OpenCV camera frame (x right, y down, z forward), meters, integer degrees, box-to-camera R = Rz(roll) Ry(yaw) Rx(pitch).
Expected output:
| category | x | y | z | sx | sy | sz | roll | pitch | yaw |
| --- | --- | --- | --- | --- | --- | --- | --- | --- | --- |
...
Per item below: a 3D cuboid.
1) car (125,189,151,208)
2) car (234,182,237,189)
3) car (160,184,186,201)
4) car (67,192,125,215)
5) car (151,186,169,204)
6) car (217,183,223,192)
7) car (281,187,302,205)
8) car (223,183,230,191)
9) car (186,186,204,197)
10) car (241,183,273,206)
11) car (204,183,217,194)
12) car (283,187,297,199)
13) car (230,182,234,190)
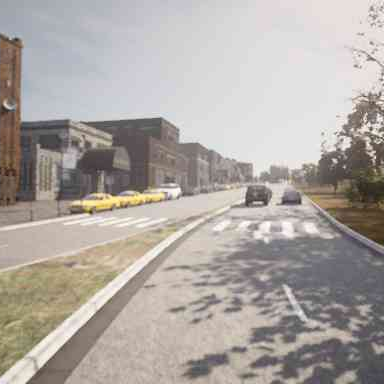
| category | x | y | z | sx | sy | sz | roll | pitch | yaw |
| --- | --- | --- | --- | --- | --- | --- | --- | --- | --- |
| car | -6.127 | 0.636 | 31.523 | 1.946 | 1.575 | 5.366 | 0 | 2 | 15 |
| car | 10.103 | -1.536 | 90.277 | 2.185 | 1.767 | 4.553 | 0 | 2 | 15 |
| car | -3.111 | 0.007 | 42.433 | 2.435 | 2.045 | 5.566 | 0 | 2 | 15 |
| car | -7.607 | 0.824 | 26.206 | 1.946 | 1.575 | 5.366 | 0 | 2 | 16 |
| car | -4.657 | 0.450 | 36.846 | 1.946 | 1.575 | 5.366 | 0 | 2 | 15 |
| car | 4.238 | -0.921 | 69.046 | 2.435 | 2.045 | 5.566 | 0 | 2 | 15 |
| car | 10.342 | 0.541 | 34.637 | 1.994 | 1.385 | 4.181 | 0 | 2 | 16 |
| car | 6.693 | -0.985 | 78.145 | 2.231 | 1.521 | 4.892 | 0 | 2 | 16 |
| car | -0.174 | -0.084 | 53.085 | 2.163 | 1.488 | 4.792 | 0 | 2 | 15 |
| car | 6.629 | 0.270 | 33.449 | 2.150 | 2.045 | 5.566 | 0 | 2 | 16 |
| car | 2.780 | -0.484 | 63.765 | 2.231 | 1.521 | 4.892 | 0 | 2 | 15 |
| car | 13.668 | 0.082 | 46.606 | 1.812 | 1.442 | 4.674 | 0 | 2 | 16 |
| car | 8.576 | -1.220 | 84.750 | 1.946 | 1.575 | 5.366 | 0 | 2 | 15 |
